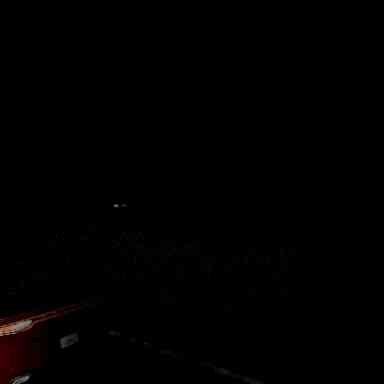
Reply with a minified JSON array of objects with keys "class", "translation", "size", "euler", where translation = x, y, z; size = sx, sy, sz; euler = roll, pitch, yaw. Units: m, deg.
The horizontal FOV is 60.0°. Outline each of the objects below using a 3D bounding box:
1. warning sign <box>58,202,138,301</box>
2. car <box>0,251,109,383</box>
[{"class":"warning sign","translation":[-2.019,1.176,7.229],"size":[1.060,1.860,1.300],"euler":[-1,0,35]},{"class":"car","translation":[-3.234,1.604,5.148],"size":[4.507,1.381,1.887],"euler":[-1,0,35]}]
